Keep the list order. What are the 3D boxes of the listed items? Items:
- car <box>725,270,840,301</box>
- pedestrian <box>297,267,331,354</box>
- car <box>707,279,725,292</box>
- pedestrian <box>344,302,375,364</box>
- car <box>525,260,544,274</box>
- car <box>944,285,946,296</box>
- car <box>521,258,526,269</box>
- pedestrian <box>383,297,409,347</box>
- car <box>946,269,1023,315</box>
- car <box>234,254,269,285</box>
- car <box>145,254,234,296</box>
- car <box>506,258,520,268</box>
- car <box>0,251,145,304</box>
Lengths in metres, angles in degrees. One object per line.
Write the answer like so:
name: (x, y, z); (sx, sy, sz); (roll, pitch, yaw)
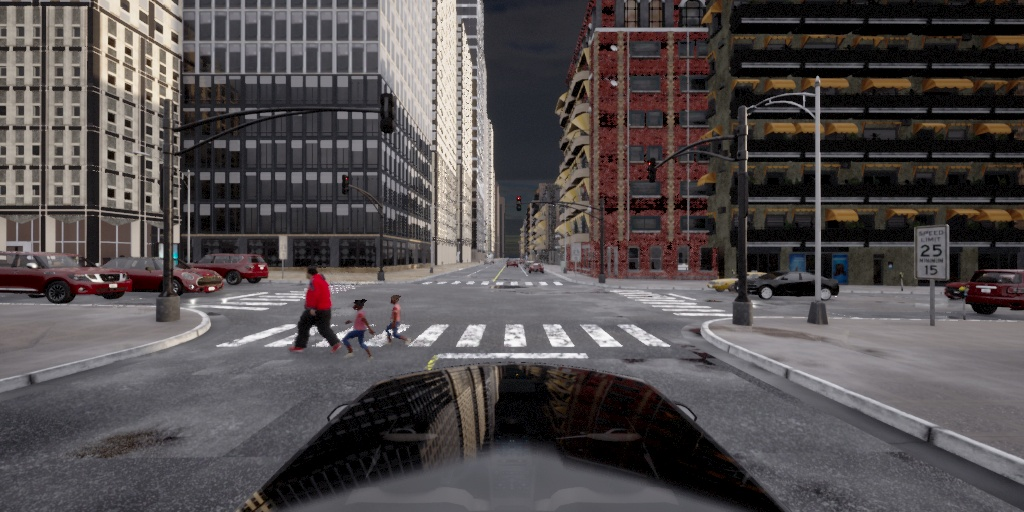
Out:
car: (14.819, 1.532, 19.517); (5.008, 1.535, 1.882); (1, 0, 0)
pedestrian: (-4.007, 1.044, 7.259); (0.375, 1.860, 0.375); (0, 0, 0)
car: (14.657, 1.587, 22.103); (4.829, 1.417, 1.751); (0, 0, 0)
pedestrian: (-2.789, 1.044, 6.634); (0.375, 1.860, 0.375); (0, 0, 0)
car: (2.793, 1.341, 41.816); (1.802, 1.307, 4.207); (0, 0, 0)
car: (26.792, 1.750, 19.602); (5.008, 1.535, 1.882); (1, 0, 0)
car: (2.760, 1.317, 54.733); (2.007, 1.370, 4.403); (0, 0, 0)
pedestrian: (-2.577, 1.044, 7.946); (0.375, 1.860, 0.375); (0, 0, 0)
car: (20.614, 1.461, 13.799); (5.009, 1.841, 2.192); (0, 0, 0)
car: (-17.684, 0.776, 21.863); (5.009, 1.841, 2.192); (0, 0, 0)
car: (-15.724, 0.835, 16.089); (4.553, 1.767, 2.097); (1, 0, 0)
car: (0.082, 1.125, 63.972); (2.097, 1.767, 4.553); (0, 0, 0)
car: (-17.560, 0.757, 13.484); (5.009, 1.841, 2.192); (0, 0, 0)
